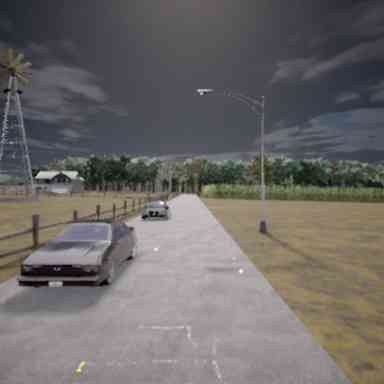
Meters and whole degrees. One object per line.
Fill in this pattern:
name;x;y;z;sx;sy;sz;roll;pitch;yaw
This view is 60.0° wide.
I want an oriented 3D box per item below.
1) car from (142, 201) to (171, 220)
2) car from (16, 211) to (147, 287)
car;-2.781;1.426;26.404;1.994;1.385;4.181;0;0;1
car;-2.806;1.513;9.555;2.033;1.411;5.357;0;0;1
